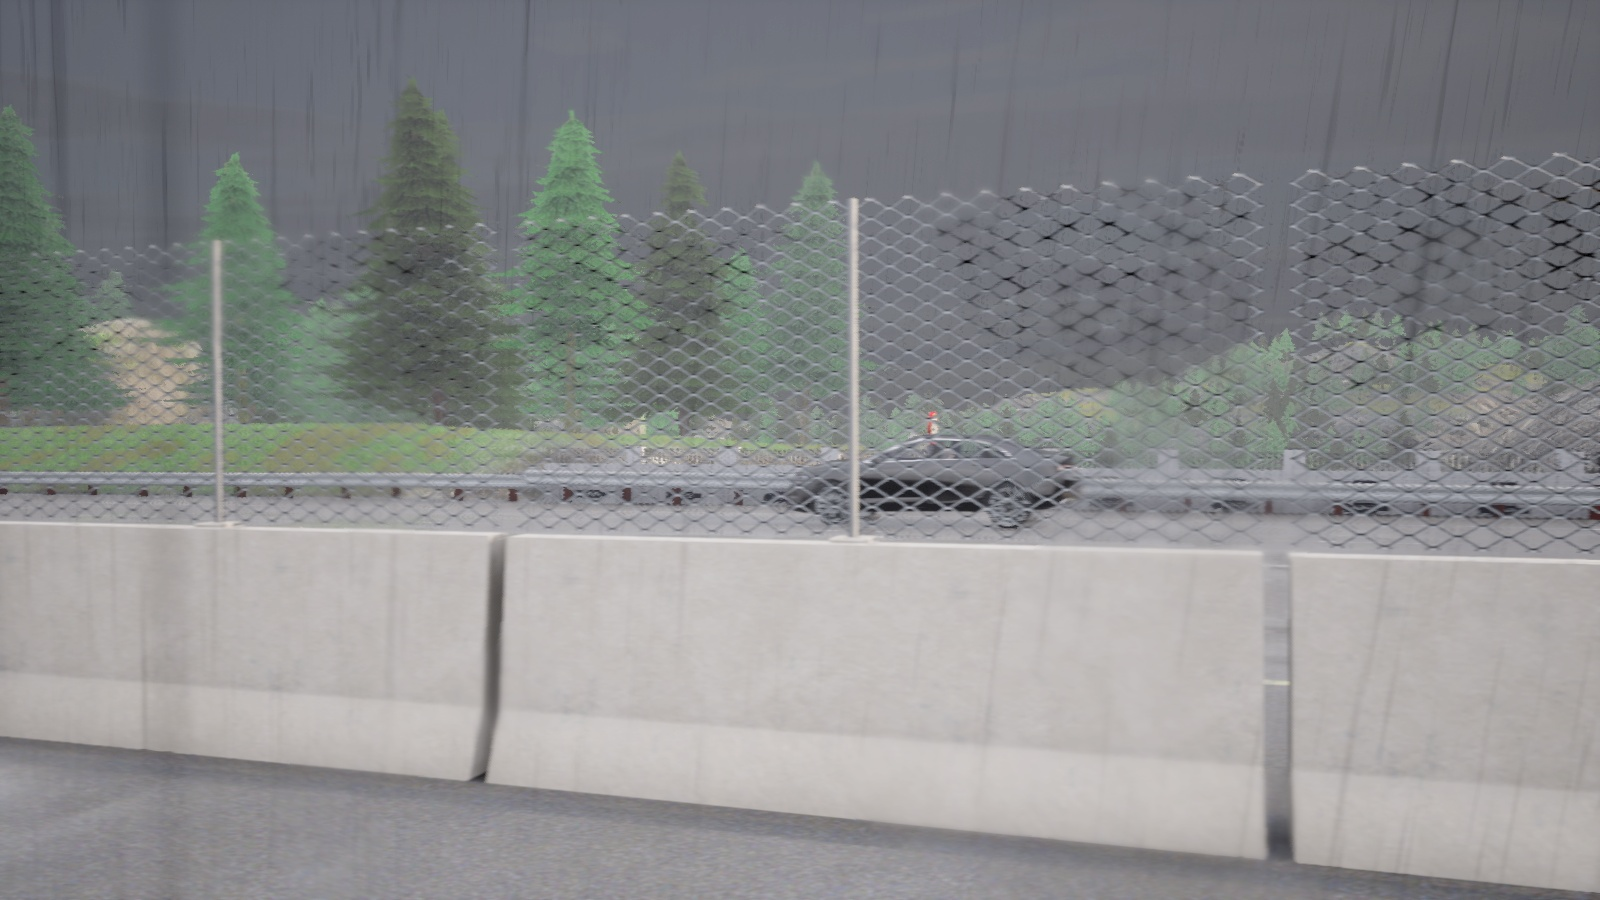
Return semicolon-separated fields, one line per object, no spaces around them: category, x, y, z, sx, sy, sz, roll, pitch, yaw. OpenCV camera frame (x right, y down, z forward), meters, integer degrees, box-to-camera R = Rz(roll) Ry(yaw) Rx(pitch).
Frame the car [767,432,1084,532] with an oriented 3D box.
car;2.115;0.458;20.943;4.902;1.511;2.128;0;1;19
